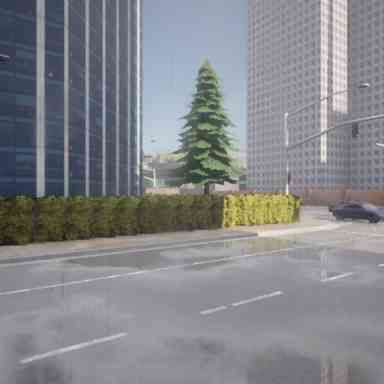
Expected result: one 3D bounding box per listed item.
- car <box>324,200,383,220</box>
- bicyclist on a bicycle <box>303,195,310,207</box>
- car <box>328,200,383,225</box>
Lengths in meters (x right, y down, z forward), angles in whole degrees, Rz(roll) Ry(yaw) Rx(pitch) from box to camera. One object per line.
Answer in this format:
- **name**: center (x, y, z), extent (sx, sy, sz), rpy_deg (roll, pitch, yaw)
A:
- **car**: center (14.594, 1.492, 29.495), extent (2.128, 1.511, 4.902), rpy_deg (0, 0, -40)
- **bicyclist on a bicycle**: center (16.302, 1.301, 47.409), extent (1.656, 1.620, 0.582), rpy_deg (0, 0, -35)
- **car**: center (12.636, 1.525, 24.646), extent (1.812, 1.442, 4.674), rpy_deg (0, 0, -24)
